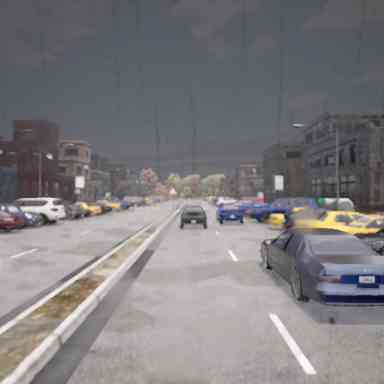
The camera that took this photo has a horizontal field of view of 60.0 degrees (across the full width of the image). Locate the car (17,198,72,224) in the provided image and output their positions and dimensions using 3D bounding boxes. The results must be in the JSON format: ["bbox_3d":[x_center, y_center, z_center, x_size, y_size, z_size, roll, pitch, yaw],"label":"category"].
[{"bbox_3d":[-12.695,1.498,25.649,5.566,2.045,2.435,0,-1,0],"label":"car"}]

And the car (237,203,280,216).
[{"bbox_3d":[7.644,1.967,38.582,4.674,1.452,2.002,0,-1,0],"label":"car"}]

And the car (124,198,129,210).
[{"bbox_3d":[-12.599,2.070,50.650,4.892,1.521,2.231,0,-1,0],"label":"car"}]

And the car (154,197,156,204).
[{"bbox_3d":[-12.596,2.507,86.783,5.008,1.535,2.097,0,-1,0],"label":"car"}]

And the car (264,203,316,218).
[{"bbox_3d":[7.843,1.703,22.043,5.366,1.575,1.946,0,-1,0],"label":"car"}]

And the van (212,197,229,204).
[{"bbox_3d":[7.729,2.358,90.980,4.442,1.987,1.878,0,-1,0],"label":"van"}]

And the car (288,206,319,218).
[{"bbox_3d":[7.846,1.639,16.529,5.366,1.575,1.946,0,-1,0],"label":"car"}]

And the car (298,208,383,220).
[{"bbox_3d":[7.473,1.610,13.766,5.366,1.575,1.946,0,-1,0],"label":"car"}]

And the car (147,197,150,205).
[{"bbox_3d":[-12.604,2.417,75.664,4.674,1.452,2.002,0,-1,0],"label":"car"}]

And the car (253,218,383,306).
[{"bbox_3d":[3.110,1.625,8.417,2.033,1.411,5.357,0,-1,0],"label":"car"}]

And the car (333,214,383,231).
[{"bbox_3d":[7.625,1.614,11.008,4.792,1.488,2.163,0,-1,0],"label":"car"}]

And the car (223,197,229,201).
[{"bbox_3d":[7.613,1.795,46.858,5.566,2.045,2.435,0,-1,0],"label":"car"}]

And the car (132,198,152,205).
[{"bbox_3d":[-12.632,2.348,84.003,4.553,1.767,2.185,0,-1,0],"label":"car"}]

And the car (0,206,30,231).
[{"bbox_3d":[-12.682,1.725,19.963,4.674,1.452,2.002,0,-1,0],"label":"car"}]

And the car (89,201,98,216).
[{"bbox_3d":[-12.610,1.882,33.983,4.792,1.488,2.163,0,-1,0],"label":"car"}]

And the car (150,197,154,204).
[{"bbox_3d":[-12.416,2.406,78.444,5.366,1.575,1.946,0,-1,0],"label":"car"}]

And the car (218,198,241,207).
[{"bbox_3d":[7.658,2.205,68.795,4.553,1.767,2.185,0,-1,0],"label":"car"}]

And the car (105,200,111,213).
[{"bbox_3d":[-12.650,1.954,39.540,4.792,1.488,2.163,0,-1,0],"label":"car"}]

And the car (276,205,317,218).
[{"bbox_3d":[7.688,1.703,19.284,4.792,1.488,2.163,0,-1,0],"label":"car"}]

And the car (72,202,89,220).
[{"bbox_3d":[-12.619,1.847,31.206,4.792,1.488,2.163,0,-1,0],"label":"car"}]

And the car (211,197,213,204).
[{"bbox_3d":[7.651,2.145,74.435,5.566,2.045,2.435,0,-1,0],"label":"car"}]

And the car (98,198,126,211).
[{"bbox_3d":[-12.611,2.033,47.871,5.008,1.535,2.097,0,-1,0],"label":"car"}]

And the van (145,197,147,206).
[{"bbox_3d":[-12.719,2.118,72.888,4.442,1.987,1.878,0,-1,0],"label":"van"}]

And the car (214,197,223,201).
[{"bbox_3d":[7.657,2.049,66.161,5.566,2.045,2.435,0,-1,0],"label":"car"}]

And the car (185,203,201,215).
[{"bbox_3d":[0.103,2.099,42.117,1.895,1.301,4.718,0,-1,0],"label":"car"}]

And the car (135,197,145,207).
[{"bbox_3d":[-12.596,2.278,67.326,4.892,1.521,2.231,0,-1,0],"label":"car"}]

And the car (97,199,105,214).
[{"bbox_3d":[-12.816,1.885,36.764,5.366,1.575,1.946,0,-1,0],"label":"car"}]

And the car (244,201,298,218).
[{"bbox_3d":[7.653,1.888,33.068,4.674,1.452,2.002,0,-1,0],"label":"car"}]

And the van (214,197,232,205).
[{"bbox_3d":[7.734,2.262,82.708,4.442,1.987,1.878,0,-1,0],"label":"van"}]

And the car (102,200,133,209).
[{"bbox_3d":[-12.575,2.169,56.209,4.792,1.488,2.163,0,-1,0],"label":"car"}]

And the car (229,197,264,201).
[{"bbox_3d":[7.612,1.881,44.099,4.553,1.767,2.185,0,-1,0],"label":"car"}]

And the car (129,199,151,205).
[{"bbox_3d":[-12.596,2.441,81.223,5.008,1.535,2.097,0,-1,0],"label":"car"}]

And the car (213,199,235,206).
[{"bbox_3d":[7.625,2.457,79.947,5.008,1.535,2.097,0,-1,0],"label":"car"}]

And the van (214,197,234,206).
[{"bbox_3d":[7.505,2.201,77.192,4.442,1.987,1.878,0,-1,0],"label":"van"}]

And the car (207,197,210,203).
[{"bbox_3d":[7.429,2.549,88.219,5.366,1.575,1.946,0,-1,0],"label":"car"}]

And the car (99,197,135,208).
[{"bbox_3d":[-12.576,1.853,53.432,5.566,2.045,2.435,0,-1,0],"label":"car"}]

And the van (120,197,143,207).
[{"bbox_3d":[-12.719,2.084,70.109,4.442,1.987,1.878,0,-1,0],"label":"van"}]

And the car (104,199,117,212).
[{"bbox_3d":[-12.618,1.960,42.196,5.008,1.535,2.097,0,-1,0],"label":"car"}]

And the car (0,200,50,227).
[{"bbox_3d":[-12.707,1.592,22.835,4.553,1.767,2.185,0,-1,0],"label":"car"}]

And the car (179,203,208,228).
[{"bbox_3d":[0.115,1.760,24.557,1.837,1.490,4.892,0,-1,0],"label":"car"}]

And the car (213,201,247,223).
[{"bbox_3d":[3.114,1.780,28.179,1.882,1.535,5.008,0,-1,0],"label":"car"}]
